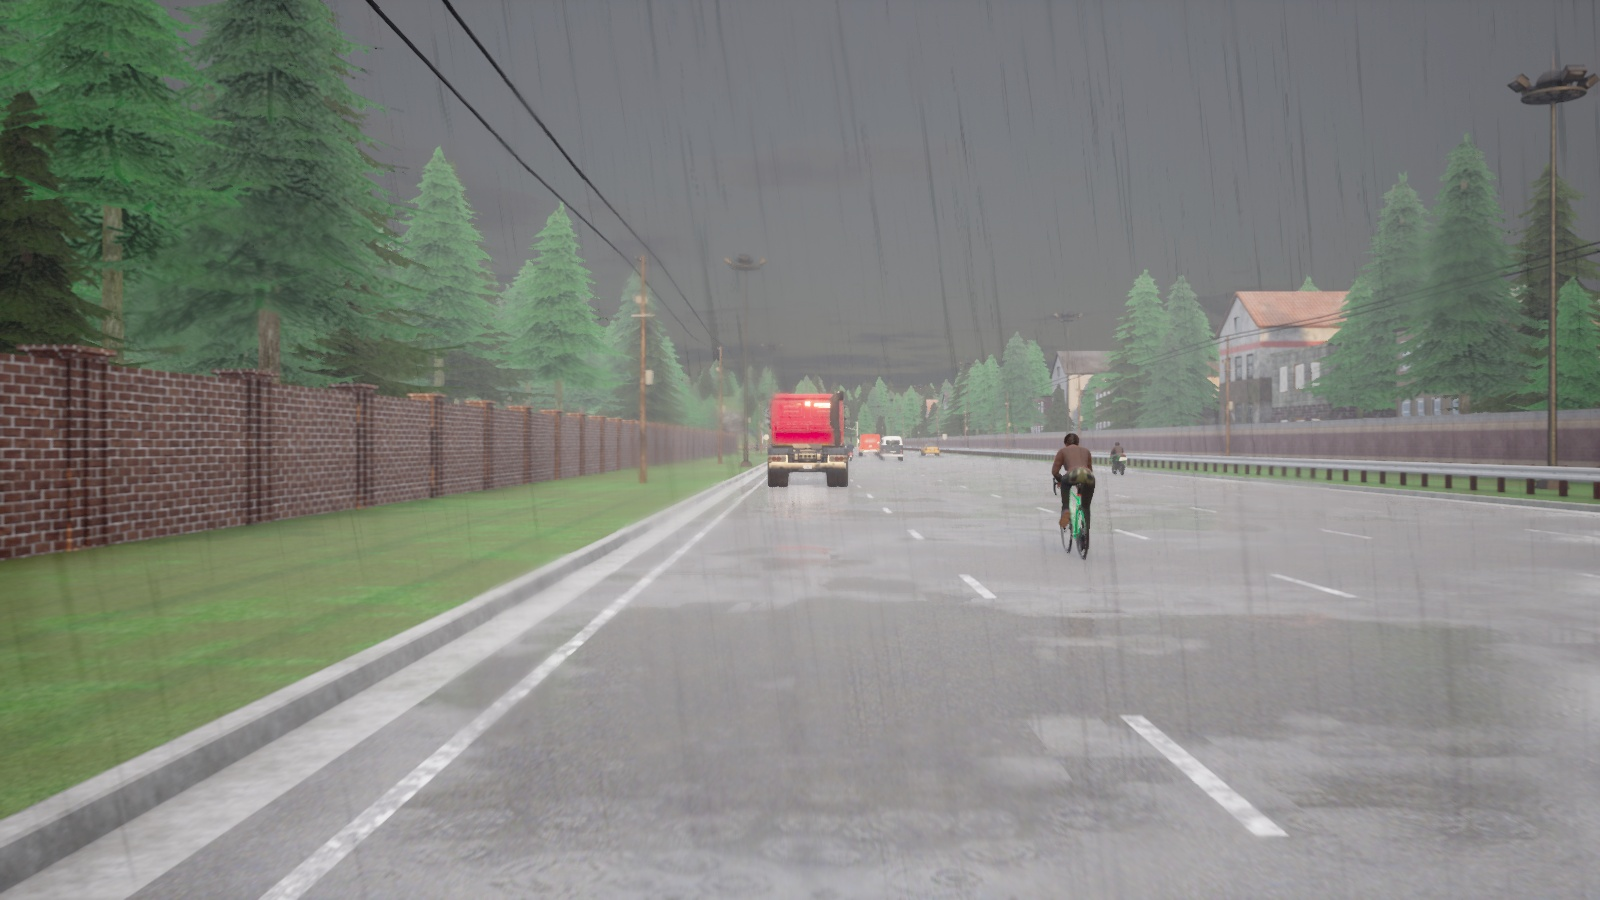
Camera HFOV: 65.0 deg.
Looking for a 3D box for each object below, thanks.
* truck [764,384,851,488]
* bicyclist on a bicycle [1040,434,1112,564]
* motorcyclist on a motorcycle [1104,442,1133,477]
[{"bbox_3d":[0.278,-0.493,45.847,2.891,3.462,7.936,0,0,0],"label":"truck"},{"bbox_3d":[3.610,0.609,16.519,0.582,1.620,1.656,0,0,0],"label":"bicyclist on a bicycle"},{"bbox_3d":[14.339,0.421,56.632,0.797,1.523,2.044,0,0,0],"label":"motorcyclist on a motorcycle"}]
